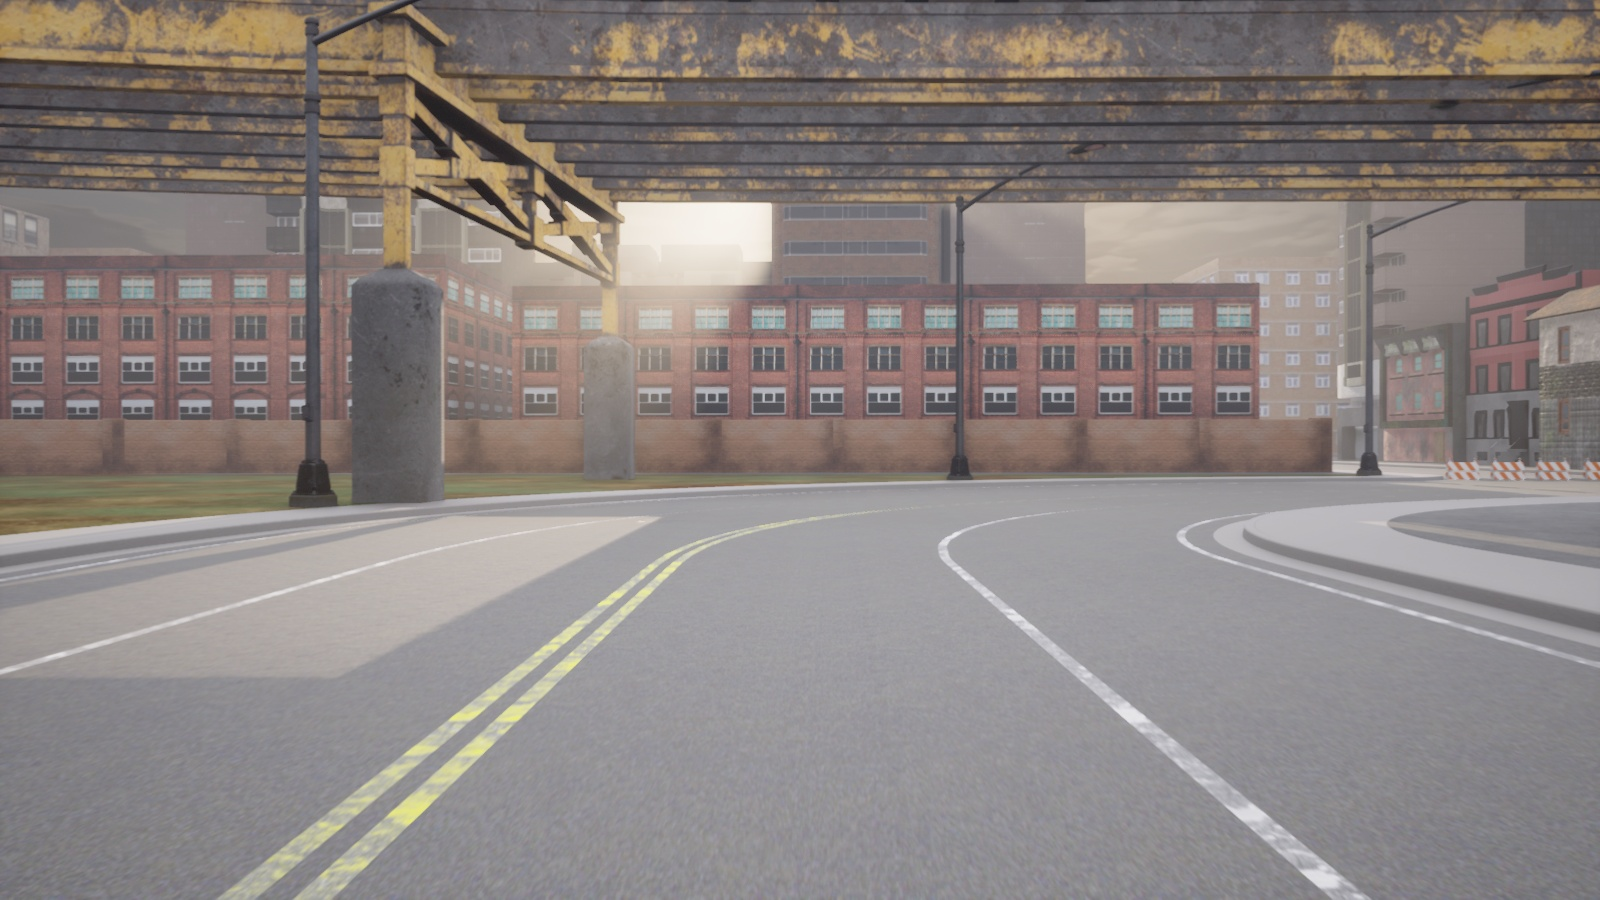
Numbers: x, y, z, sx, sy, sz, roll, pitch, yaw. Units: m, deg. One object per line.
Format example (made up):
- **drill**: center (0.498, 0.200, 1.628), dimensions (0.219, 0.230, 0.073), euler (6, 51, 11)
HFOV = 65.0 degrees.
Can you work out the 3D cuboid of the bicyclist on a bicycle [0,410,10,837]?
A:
- **bicyclist on a bicycle**: center (-3.454, 0.657, 4.037), dimensions (0.866, 1.612, 1.509), euler (0, 0, 0)
